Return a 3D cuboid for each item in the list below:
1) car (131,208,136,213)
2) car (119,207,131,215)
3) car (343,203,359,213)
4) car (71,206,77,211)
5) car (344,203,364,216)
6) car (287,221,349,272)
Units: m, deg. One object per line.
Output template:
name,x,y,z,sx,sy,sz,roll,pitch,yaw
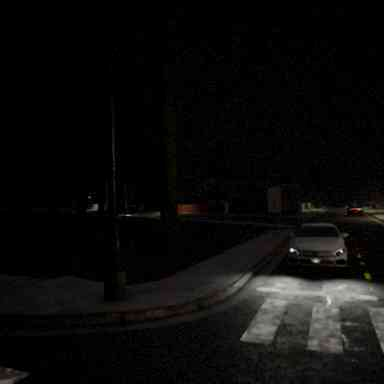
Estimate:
car,-12.972,3.594,65.355,1.895,1.301,4.718,-1,-1,-37
car,-13.840,3.464,61.839,1.837,1.490,4.892,-1,-1,-37
car,26.115,2.625,54.734,2.128,1.511,4.902,-3,-2,23
car,-31.066,4.379,89.217,1.812,1.442,4.674,-1,-1,-37
car,21.245,2.369,43.422,2.128,1.511,4.902,-3,-2,23
car,4.631,1.843,12.209,1.812,1.442,4.674,-3,-2,23
